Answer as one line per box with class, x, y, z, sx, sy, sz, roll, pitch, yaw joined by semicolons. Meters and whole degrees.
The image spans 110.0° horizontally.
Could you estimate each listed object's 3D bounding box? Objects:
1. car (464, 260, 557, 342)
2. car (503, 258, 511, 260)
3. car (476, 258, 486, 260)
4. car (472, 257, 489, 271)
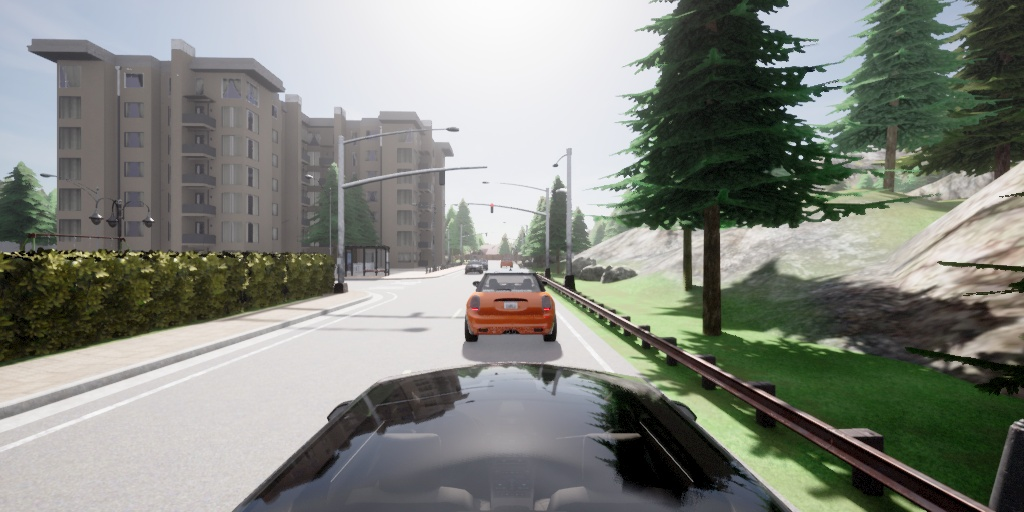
car;-0.049;1.102;9.948;2.097;1.767;4.553;0;0;-1
car;-0.904;1.100;61.205;2.097;1.767;4.553;0;0;-1
car;-4.250;1.254;40.735;1.837;1.490;4.892;0;0;-1
car;-4.430;1.100;50.647;2.097;1.767;4.553;0;0;-2
